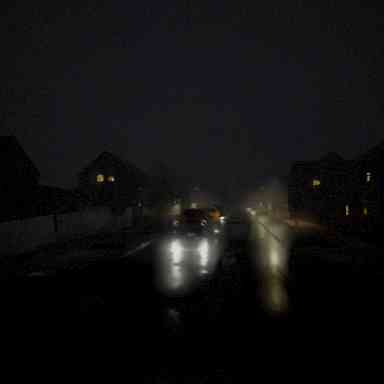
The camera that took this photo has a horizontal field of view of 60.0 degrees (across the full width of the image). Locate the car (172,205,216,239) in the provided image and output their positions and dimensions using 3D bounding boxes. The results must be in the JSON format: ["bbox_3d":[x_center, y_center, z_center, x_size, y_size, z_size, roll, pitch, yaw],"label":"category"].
[{"bbox_3d":[0.142,1.793,20.369,2.097,1.767,4.553,-1,-1,7],"label":"car"}]

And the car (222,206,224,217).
[{"bbox_3d":[3.295,2.421,44.235,1.882,1.535,5.008,-1,-1,8],"label":"car"}]

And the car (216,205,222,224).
[{"bbox_3d":[1.559,2.138,31.110,1.882,1.535,5.008,-1,-1,7],"label":"car"}]
